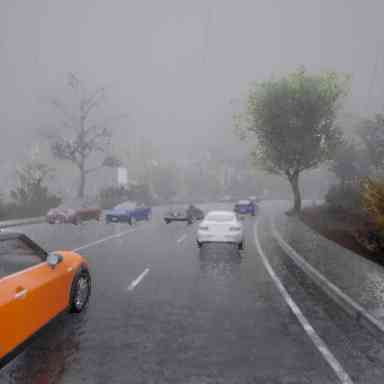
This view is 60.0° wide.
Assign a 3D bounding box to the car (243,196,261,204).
[{"bbox_3d":[11.258,1.507,62.078,1.812,1.442,4.674,0,0,32],"label":"car"}]

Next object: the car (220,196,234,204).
[{"bbox_3d":[6.757,1.456,61.388,1.837,1.490,4.892,0,0,31],"label":"car"}]

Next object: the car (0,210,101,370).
[{"bbox_3d":[-3.126,1.336,4.784,2.097,1.767,4.553,0,0,3],"label":"car"}]

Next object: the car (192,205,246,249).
[{"bbox_3d":[1.315,1.518,14.603,1.812,1.442,4.674,0,0,8],"label":"car"}]

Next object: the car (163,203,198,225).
[{"bbox_3d":[-0.524,1.521,24.181,2.033,1.411,5.357,0,0,13],"label":"car"}]

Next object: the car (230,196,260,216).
[{"bbox_3d":[5.303,1.472,32.178,1.882,1.535,5.008,0,0,17],"label":"car"}]

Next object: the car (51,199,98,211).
[{"bbox_3d":[-8.036,1.292,23.132,2.097,1.767,4.553,0,0,12],"label":"car"}]

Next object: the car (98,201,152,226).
[{"bbox_3d":[-4.396,1.434,23.501,1.882,1.535,5.008,0,0,12],"label":"car"}]
